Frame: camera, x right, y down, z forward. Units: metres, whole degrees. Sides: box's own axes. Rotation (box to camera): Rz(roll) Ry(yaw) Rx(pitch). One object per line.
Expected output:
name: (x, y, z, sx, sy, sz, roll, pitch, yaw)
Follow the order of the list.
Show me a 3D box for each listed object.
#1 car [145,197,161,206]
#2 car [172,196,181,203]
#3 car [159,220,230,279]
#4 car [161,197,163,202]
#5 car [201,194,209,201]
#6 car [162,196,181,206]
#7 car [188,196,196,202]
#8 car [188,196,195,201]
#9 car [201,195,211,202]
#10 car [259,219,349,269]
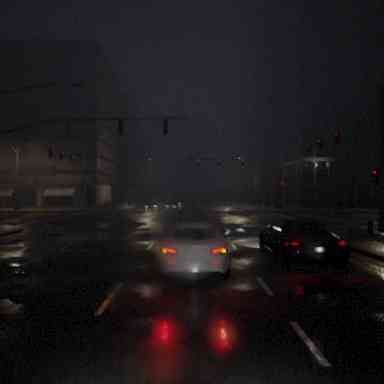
car: (-7.052, 1.679, 58.886, 1.812, 1.442, 4.674, 0, 0, 1)
car: (-3.506, 1.718, 74.216, 1.812, 1.442, 4.674, 0, 0, 0)
car: (0.069, 1.552, 9.967, 1.812, 1.442, 4.674, 0, 0, 0)
car: (-7.006, 1.734, 74.360, 2.033, 1.411, 5.357, 0, 0, 0)
car: (3.493, 1.547, 88.760, 2.097, 1.767, 4.553, 0, 0, 0)
car: (-3.550, 1.700, 58.733, 2.033, 1.411, 5.357, 0, 0, 1)
car: (-0.006, 1.726, 79.677, 2.128, 1.511, 4.902, 0, 0, 0)
car: (-0.007, 1.725, 89.005, 1.812, 1.442, 4.674, 0, 0, 0)
car: (3.494, 1.755, 80.234, 1.994, 1.385, 4.181, 0, 0, 0)
car: (3.578, 1.593, 11.337, 1.994, 1.385, 4.181, 0, 0, 0)
